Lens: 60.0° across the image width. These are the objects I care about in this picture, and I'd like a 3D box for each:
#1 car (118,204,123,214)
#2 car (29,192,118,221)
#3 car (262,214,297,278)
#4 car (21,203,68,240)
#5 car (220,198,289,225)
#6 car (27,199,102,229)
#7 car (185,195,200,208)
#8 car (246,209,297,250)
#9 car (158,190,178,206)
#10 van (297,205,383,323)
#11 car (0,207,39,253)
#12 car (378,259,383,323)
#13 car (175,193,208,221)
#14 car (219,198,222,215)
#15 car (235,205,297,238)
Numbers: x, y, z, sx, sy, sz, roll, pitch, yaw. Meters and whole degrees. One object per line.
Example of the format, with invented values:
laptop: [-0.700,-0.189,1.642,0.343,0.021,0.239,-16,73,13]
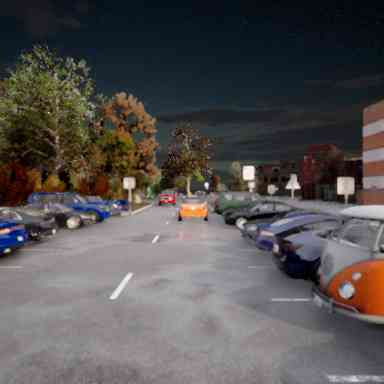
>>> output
car: [-8.130,1.126,27.991,4.553,1.767,2.185,0,0,0]
car: [-8.157,1.059,22.210,5.566,2.045,2.435,0,0,0]
car: [4.434,1.448,8.310,4.792,1.488,2.163,0,0,0]
car: [-8.167,1.378,13.865,4.892,1.521,2.231,0,0,0]
car: [4.396,1.332,19.612,5.008,1.535,2.097,0,0,0]
car: [-8.188,1.334,19.512,4.892,1.521,2.231,0,0,0]
car: [0.029,1.169,41.155,1.812,1.442,4.674,0,1,-1]
car: [4.398,1.437,11.136,4.674,1.452,2.002,0,0,0]
car: [-3.307,0.802,45.255,2.150,2.045,5.566,0,1,0]
van: [4.291,1.213,5.482,4.442,1.987,1.878,0,0,0]
car: [-8.162,1.398,11.041,5.008,1.535,2.097,0,0,0]
car: [4.414,1.500,2.659,4.674,1.452,2.002,0,0,0]
car: [0.068,1.156,25.346,2.097,1.767,4.553,0,1,0]
car: [4.390,1.348,22.440,4.674,1.452,2.002,0,0,0]
car: [4.400,1.417,13.962,4.674,1.452,2.002,0,0,0]
